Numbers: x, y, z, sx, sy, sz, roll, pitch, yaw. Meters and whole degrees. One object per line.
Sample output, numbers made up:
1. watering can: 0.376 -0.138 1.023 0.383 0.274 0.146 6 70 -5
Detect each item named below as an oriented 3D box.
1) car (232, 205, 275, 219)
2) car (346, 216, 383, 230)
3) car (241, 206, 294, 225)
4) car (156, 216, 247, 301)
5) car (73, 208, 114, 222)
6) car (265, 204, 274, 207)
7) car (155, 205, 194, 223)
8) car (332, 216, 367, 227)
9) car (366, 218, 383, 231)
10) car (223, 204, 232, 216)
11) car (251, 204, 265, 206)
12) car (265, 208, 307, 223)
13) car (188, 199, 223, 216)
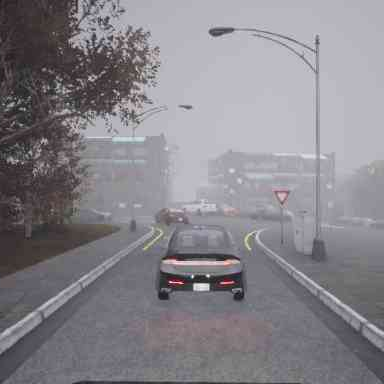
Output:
1. car: 7.416 2.607 38.031 4.718 1.301 1.895 5 -2 -10
2. car: 24.431 4.331 46.791 2.002 1.452 4.674 7 -3 -31
3. car: 7.943 2.524 34.212 4.718 1.301 1.895 5 -2 -11
4. car: 0.215 1.582 8.551 2.128 1.511 4.902 0 -1 1
5. car: -10.084 2.279 32.996 4.674 1.442 1.812 -2 -1 10
6. car: 9.718 2.632 43.849 2.435 2.045 5.566 7 -3 -32
7. car: -1.742 1.981 27.900 1.812 1.442 4.674 0 -1 -22
8. car: 21.473 4.049 46.207 2.002 1.452 4.674 6 -3 -31
9. car: 24.828 4.267 41.543 4.718 1.301 1.895 5 -2 -11
10. car: 3.773 2.227 42.653 2.185 1.767 4.553 4 -3 -32
11. car: 6.734 2.471 43.221 2.185 1.767 4.553 6 -3 -32
12. car: 12.535 3.160 44.618 1.946 1.575 5.366 6 -3 -31
13. car: 0.907 1.943 41.995 2.435 2.045 5.566 1 -2 -31
